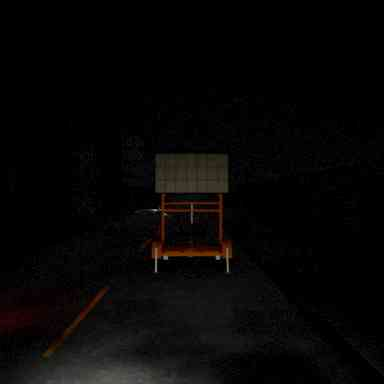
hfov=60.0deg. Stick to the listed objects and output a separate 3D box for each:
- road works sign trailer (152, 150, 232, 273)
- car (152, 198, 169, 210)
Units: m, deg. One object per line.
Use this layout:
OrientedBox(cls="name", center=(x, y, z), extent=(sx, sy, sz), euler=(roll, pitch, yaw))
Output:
OrientedBox(cls="road works sign trailer", center=(-0.004, 0.464, 10.652), extent=(2.380, 3.560, 2.880), euler=(0, 0, 0))
OrientedBox(cls="car", center=(-4.117, 1.547, 44.214), extent=(2.033, 1.411, 5.357), euler=(0, 0, 0))
